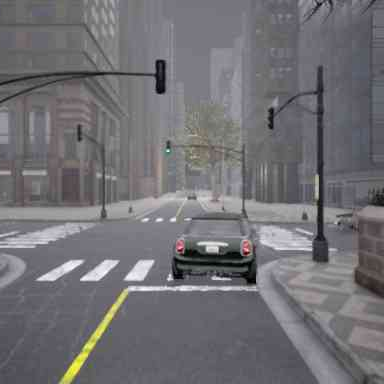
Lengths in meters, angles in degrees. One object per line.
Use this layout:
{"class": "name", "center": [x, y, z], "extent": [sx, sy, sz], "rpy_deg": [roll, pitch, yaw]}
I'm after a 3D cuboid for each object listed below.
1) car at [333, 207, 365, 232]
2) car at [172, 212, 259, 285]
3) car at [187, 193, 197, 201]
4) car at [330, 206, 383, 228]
{"class": "car", "center": [11.040, 1.598, 19.841], "extent": [4.902, 1.511, 2.128], "rpy_deg": [0, 0, 0]}
{"class": "car", "center": [0.893, 1.368, 9.891], "extent": [2.097, 1.767, 4.553], "rpy_deg": [0, 0, 11]}
{"class": "car", "center": [0.015, 1.058, 75.065], "extent": [2.097, 1.767, 4.553], "rpy_deg": [0, 1, 0]}
{"class": "car", "center": [11.934, 1.667, 22.504], "extent": [4.403, 1.369, 2.008], "rpy_deg": [0, 0, 0]}
